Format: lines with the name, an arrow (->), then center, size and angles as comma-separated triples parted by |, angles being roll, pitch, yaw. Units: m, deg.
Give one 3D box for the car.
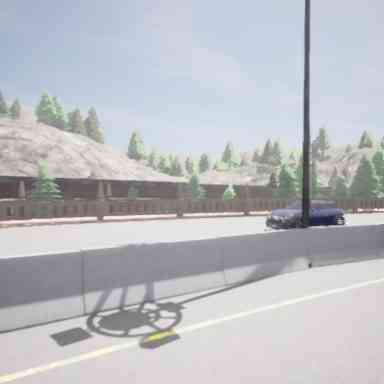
car -> 6.465, 1.269, 18.996 | 4.553, 1.767, 2.097 | 0, 0, -25
